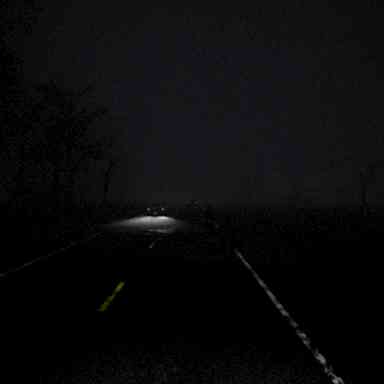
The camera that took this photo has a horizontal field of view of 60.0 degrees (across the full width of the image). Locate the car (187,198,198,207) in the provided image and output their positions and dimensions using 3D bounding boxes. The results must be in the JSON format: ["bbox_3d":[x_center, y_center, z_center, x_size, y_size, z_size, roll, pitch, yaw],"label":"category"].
[{"bbox_3d":[0.098,1.858,58.079,2.033,1.411,5.357,0,0,0],"label":"car"}]

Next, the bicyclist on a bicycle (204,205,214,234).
[{"bbox_3d":[0.964,1.554,18.252,0.582,1.620,1.656,0,-1,0],"label":"bicyclist on a bicycle"}]

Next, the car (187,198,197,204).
[{"bbox_3d":[-0.003,1.942,73.529,1.994,1.385,4.181,0,0,0],"label":"car"}]

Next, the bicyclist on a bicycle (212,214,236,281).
[{"bbox_3d":[0.964,1.504,9.100,0.582,1.620,1.656,0,-1,0],"label":"bicyclist on a bicycle"}]

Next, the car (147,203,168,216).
[{"bbox_3d":[-3.597,1.792,35.013,1.895,1.301,4.718,0,0,0],"label":"car"}]
